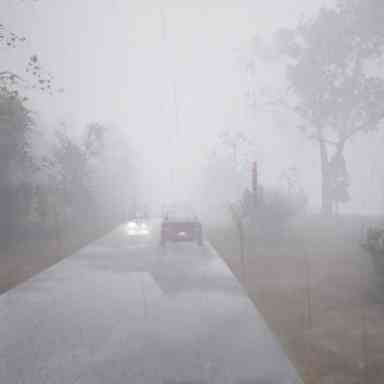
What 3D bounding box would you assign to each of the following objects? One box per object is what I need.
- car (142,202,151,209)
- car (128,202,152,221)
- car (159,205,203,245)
[{"bbox_3d":[-9.928,3.026,72.484,1.837,1.490,4.892,0,-2,-7],"label":"car"},{"bbox_3d":[-4.909,1.884,31.268,2.128,1.511,4.902,0,-1,-6],"label":"car"},{"bbox_3d":[-0.573,1.638,16.470,1.882,1.535,5.008,0,-1,-4],"label":"car"}]
